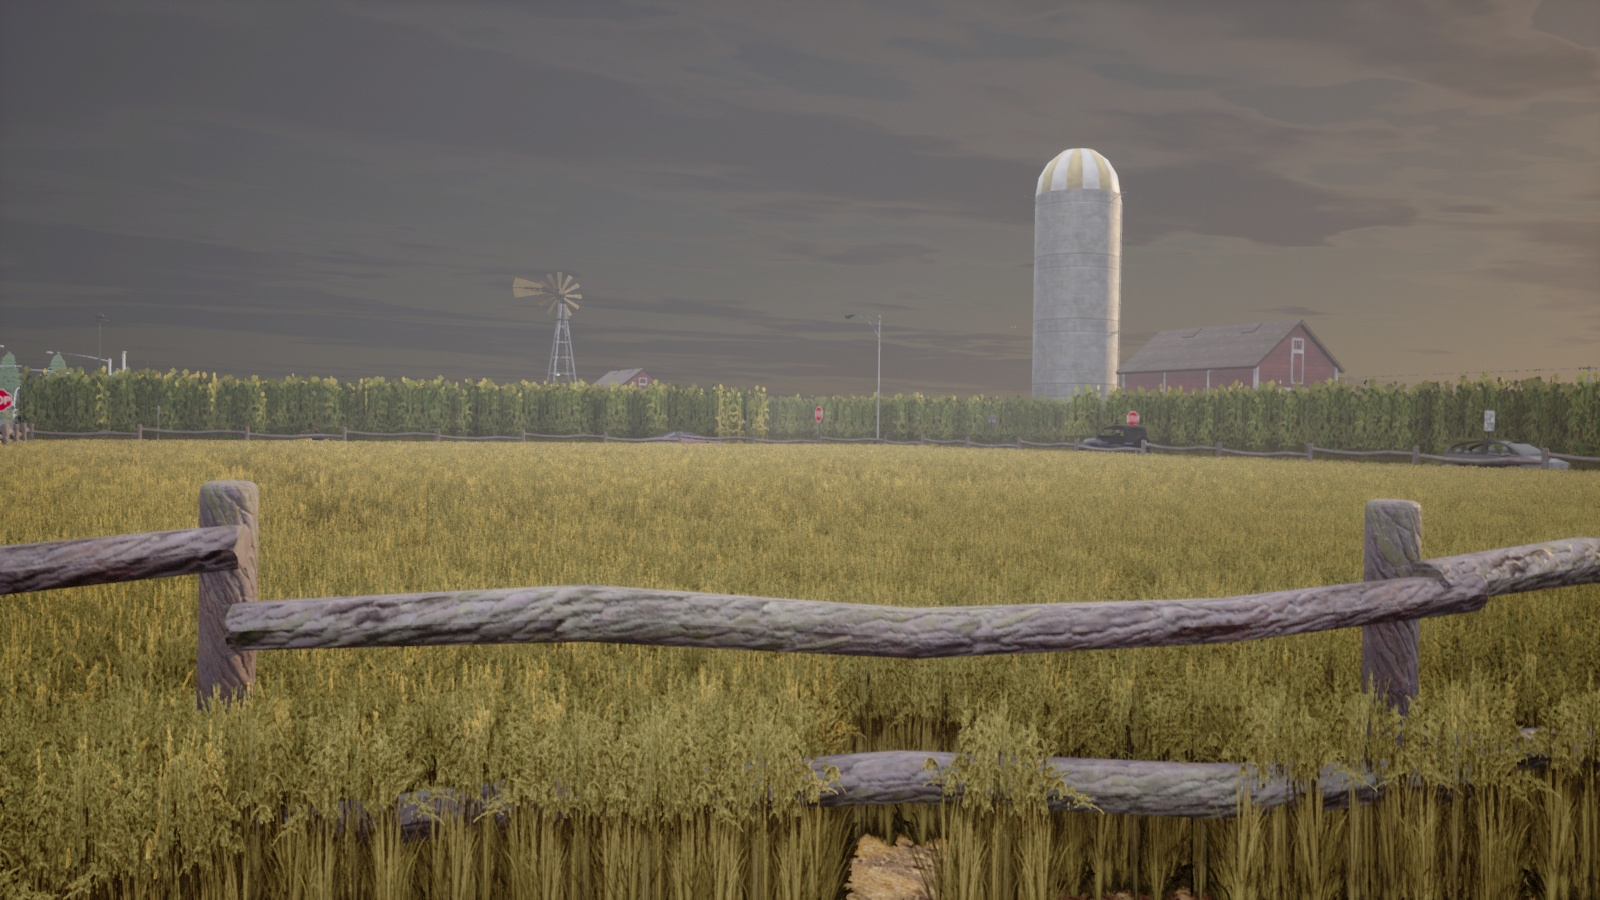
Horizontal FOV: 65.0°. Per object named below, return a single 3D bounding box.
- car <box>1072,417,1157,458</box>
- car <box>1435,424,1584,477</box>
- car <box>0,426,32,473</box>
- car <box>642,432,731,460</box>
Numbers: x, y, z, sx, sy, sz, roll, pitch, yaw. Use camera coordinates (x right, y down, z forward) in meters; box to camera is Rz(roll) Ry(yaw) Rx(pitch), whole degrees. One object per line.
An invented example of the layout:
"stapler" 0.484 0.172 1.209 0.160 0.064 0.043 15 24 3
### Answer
"car" 15.048 -0.621 60.251 1.905 1.878 3.866 -1 2 -27
"car" 22.286 -0.018 39.570 1.789 1.549 3.705 -1 1 -27
"car" -32.971 0.015 49.920 1.905 1.878 3.866 -1 1 16
"car" -5.937 -0.212 65.908 4.181 1.385 1.994 -1 1 -28
